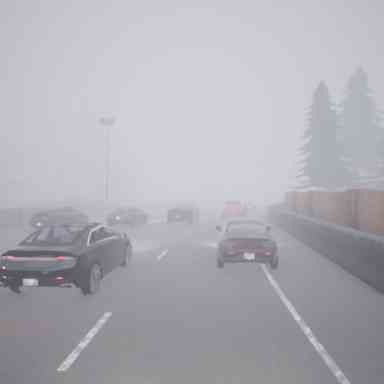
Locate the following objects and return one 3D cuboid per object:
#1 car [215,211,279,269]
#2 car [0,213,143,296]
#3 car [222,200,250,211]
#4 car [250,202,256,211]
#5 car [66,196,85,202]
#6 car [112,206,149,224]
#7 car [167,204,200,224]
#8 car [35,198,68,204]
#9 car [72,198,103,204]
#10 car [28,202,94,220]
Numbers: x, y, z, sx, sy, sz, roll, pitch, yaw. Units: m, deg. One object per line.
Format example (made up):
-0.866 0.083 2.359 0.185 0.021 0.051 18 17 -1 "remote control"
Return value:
1.783 1.610 11.427 1.812 1.442 4.674 0 0 5 "car"
-2.975 1.552 8.872 2.128 1.511 4.902 0 0 4 "car"
4.339 1.593 33.466 2.097 1.767 4.553 0 -1 15 "car"
7.195 1.918 43.674 1.895 1.301 4.718 0 0 19 "car"
-19.123 1.581 53.402 2.150 2.045 5.566 0 -1 15 "car"
-4.610 1.731 24.292 1.994 1.385 4.181 0 0 10 "car"
-0.601 1.667 26.816 1.882 1.535 5.008 0 0 11 "car"
-18.671 1.772 42.491 2.128 1.511 4.902 0 -1 15 "car"
-13.876 1.861 46.544 2.033 1.411 5.357 0 0 17 "car"
-8.557 1.650 21.816 1.837 1.490 4.892 0 0 8 "car"
